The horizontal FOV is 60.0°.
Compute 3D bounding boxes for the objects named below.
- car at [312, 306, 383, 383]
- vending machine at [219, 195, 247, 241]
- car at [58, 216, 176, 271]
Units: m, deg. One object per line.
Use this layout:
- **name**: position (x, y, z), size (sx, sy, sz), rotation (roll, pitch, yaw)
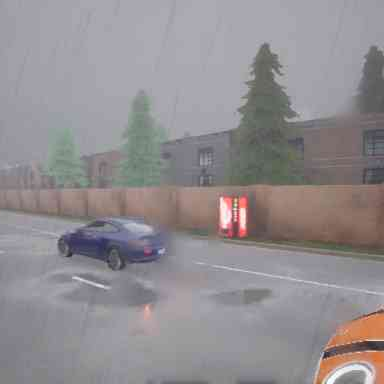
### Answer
- **car**: position (3.075, 1.353, 1.917), size (4.553, 1.767, 2.097), rotation (0, 0, 35)
- **vending machine**: position (1.988, 1.195, 16.009), size (0.880, 2.100, 1.100), rotation (0, 0, 42)
- **car**: position (-2.564, 1.525, 10.911), size (4.674, 1.442, 1.812), rotation (0, 0, 41)
